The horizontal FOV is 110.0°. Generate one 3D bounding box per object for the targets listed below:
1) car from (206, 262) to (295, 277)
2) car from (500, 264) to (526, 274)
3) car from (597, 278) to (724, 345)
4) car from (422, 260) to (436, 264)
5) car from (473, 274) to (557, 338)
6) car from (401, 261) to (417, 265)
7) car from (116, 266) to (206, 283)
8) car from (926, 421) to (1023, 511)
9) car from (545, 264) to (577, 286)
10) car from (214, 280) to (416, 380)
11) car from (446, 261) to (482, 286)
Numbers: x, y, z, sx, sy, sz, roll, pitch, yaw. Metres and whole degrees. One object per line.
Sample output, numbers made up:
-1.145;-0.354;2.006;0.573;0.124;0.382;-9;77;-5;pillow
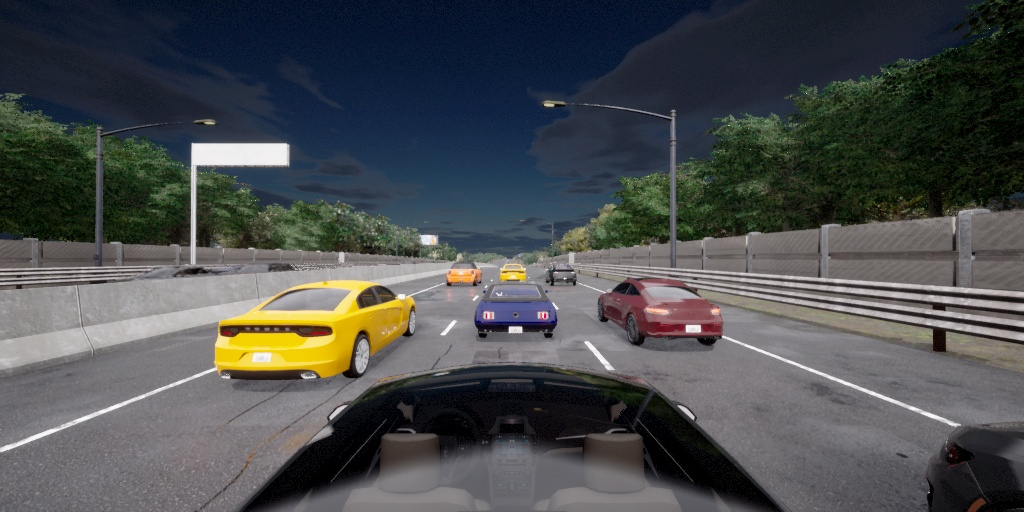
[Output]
-14.121;1.165;20.180;2.097;1.767;4.553;0;0;0;car
0.072;1.356;27.937;1.882;1.535;5.008;0;-1;0;car
3.592;1.287;9.411;1.812;1.442;4.674;0;0;0;car
-14.066;1.382;61.135;1.837;1.490;4.892;0;-1;0;car
0.093;1.364;10.205;1.895;1.301;4.718;0;0;0;car
-17.566;1.592;61.160;2.097;1.767;4.553;0;-1;0;car
-17.619;1.307;18.640;1.837;1.490;4.892;0;0;0;car
3.603;1.255;0.246;1.837;1.490;4.892;0;0;0;car
3.578;1.359;26.721;2.128;1.511;4.902;0;-1;0;car
-3.406;1.234;7.357;1.882;1.535;5.008;0;0;0;car
-3.430;1.216;26.407;2.097;1.767;4.553;0;-1;1;car
